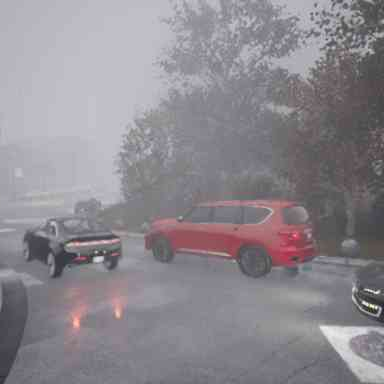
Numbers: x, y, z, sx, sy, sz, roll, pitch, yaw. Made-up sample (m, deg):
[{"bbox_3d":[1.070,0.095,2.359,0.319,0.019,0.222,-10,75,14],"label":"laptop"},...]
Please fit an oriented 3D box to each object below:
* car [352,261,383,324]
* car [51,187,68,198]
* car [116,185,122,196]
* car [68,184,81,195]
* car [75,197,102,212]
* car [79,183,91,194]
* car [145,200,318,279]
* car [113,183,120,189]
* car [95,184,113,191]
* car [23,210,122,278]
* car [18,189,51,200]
[{"bbox_3d":[5.234,1.533,5.246,4.892,1.490,1.837,0,0,20],"label":"car"},{"bbox_3d":[-24.302,0.099,57.666,1.946,1.575,5.366,0,3,7],"label":"car"},{"bbox_3d":[-12.035,-0.125,61.829,1.812,1.442,4.674,0,3,7],"label":"car"},{"bbox_3d":[-23.640,-0.204,63.142,1.946,1.575,5.366,0,3,7],"label":"car"},{"bbox_3d":[-10.667,1.331,34.370,1.837,1.490,4.892,0,3,-3],"label":"car"},{"bbox_3d":[-22.942,-0.770,68.887,2.435,2.045,5.566,0,3,7],"label":"car"},{"bbox_3d":[1.018,1.275,10.533,5.566,2.045,2.150,0,0,37],"label":"car"},{"bbox_3d":[-20.287,-1.732,90.841,2.231,1.521,4.892,0,3,7],"label":"car"},{"bbox_3d":[-21.621,-1.095,79.852,2.163,1.488,4.792,0,3,7],"label":"car"},{"bbox_3d":[-3.947,1.553,10.561,2.128,1.511,4.902,0,0,-39],"label":"car"},{"bbox_3d":[-24.975,0.405,52.192,1.946,1.575,5.366,0,3,7],"label":"car"}]
